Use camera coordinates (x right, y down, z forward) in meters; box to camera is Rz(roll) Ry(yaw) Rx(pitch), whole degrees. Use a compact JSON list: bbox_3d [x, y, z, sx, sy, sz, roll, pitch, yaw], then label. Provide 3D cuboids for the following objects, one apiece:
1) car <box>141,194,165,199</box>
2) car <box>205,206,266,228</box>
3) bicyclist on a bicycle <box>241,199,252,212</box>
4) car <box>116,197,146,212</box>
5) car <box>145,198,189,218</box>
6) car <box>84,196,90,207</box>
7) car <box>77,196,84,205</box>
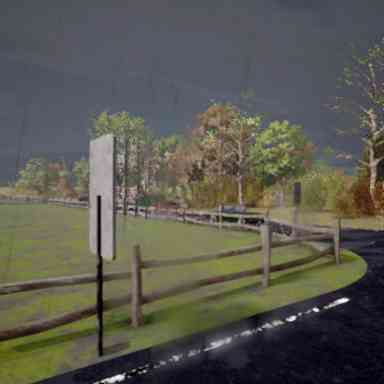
[{"bbox_3d":[-5.031,1.247,39.623,2.150,2.045,5.566,0,0,-35],"label":"car"},{"bbox_3d":[3.022,1.609,22.814,1.895,1.301,4.718,0,0,-35],"label":"car"},{"bbox_3d":[4.892,1.466,30.601,1.656,1.620,0.582,-1,0,-35],"label":"bicyclist on a bicycle"},{"bbox_3d":[-7.348,1.589,37.799,1.994,1.385,4.181,0,0,-35],"label":"car"},{"bbox_3d":[-2.162,1.545,30.298,1.812,1.442,4.674,0,0,-35],"label":"car"},{"bbox_3d":[-13.031,1.589,46.064,1.994,1.385,4.181,0,0,-34],"label":"car"},{"bbox_3d":[-19.521,1.495,60.531,1.882,1.535,5.008,0,-1,-35],"label":"car"}]
